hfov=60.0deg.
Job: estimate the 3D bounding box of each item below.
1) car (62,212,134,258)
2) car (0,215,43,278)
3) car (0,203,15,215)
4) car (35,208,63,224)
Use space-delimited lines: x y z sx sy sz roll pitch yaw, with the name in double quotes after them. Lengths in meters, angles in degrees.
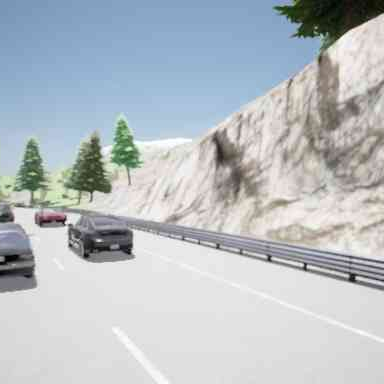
-3.873 1.675 13.701 1.837 1.490 4.892 1 -1 -30 "car"
-5.820 1.658 10.031 2.033 1.411 5.357 1 -1 -30 "car"
-14.430 1.621 24.790 2.097 1.767 4.553 1 -1 -30 "car"
-11.139 1.904 26.091 1.895 1.301 4.718 1 -1 -30 "car"
